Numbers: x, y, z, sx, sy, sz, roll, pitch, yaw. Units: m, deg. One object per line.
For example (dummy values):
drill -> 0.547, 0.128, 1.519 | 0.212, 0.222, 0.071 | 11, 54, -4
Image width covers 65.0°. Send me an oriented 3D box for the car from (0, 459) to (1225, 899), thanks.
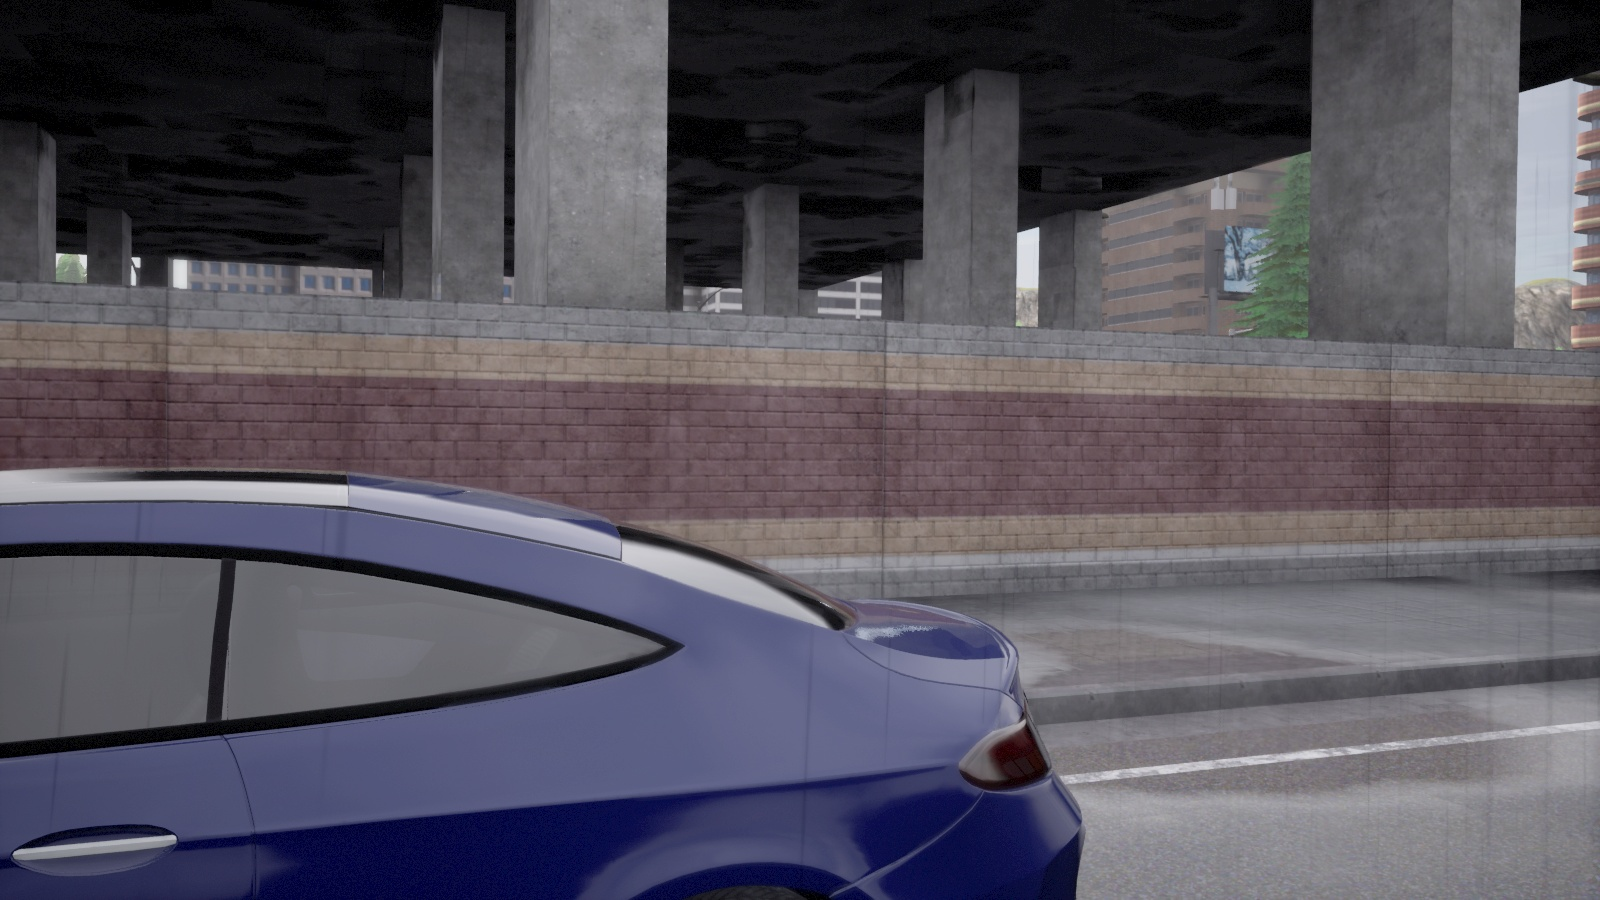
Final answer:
car -> -1.621, 0.799, 2.622 | 4.674, 1.442, 1.812 | -1, 1, -21
